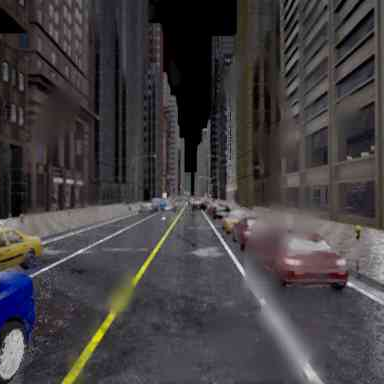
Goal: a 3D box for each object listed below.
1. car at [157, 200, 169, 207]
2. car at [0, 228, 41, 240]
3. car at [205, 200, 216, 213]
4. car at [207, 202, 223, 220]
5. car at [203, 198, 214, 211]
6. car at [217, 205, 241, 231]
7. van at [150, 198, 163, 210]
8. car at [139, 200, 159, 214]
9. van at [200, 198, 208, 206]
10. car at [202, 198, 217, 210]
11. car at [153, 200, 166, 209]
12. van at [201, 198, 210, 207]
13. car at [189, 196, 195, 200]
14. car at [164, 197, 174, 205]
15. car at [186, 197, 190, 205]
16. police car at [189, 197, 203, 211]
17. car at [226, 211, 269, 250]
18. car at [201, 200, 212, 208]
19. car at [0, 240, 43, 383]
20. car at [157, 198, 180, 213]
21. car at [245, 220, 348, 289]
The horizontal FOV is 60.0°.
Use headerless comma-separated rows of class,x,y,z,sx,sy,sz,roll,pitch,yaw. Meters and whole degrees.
car,-5.715,2.300,65.361,1.947,1.339,4.313,0,-1,0
car,-5.756,1.624,9.011,1.752,1.417,4.829,0,-1,0
car,2.790,1.959,37.279,1.887,1.381,4.507,0,-1,0
car,2.786,1.917,31.661,1.947,1.339,4.313,0,-1,0
car,2.794,1.919,42.899,1.967,1.590,4.097,0,-1,0
car,2.778,1.751,20.594,1.752,1.417,4.829,0,-1,0
van,-5.723,1.946,54.127,1.690,1.788,3.998,0,-1,0
car,-5.731,2.060,42.888,1.802,1.307,4.206,0,-1,0
van,2.818,2.205,76.610,1.690,1.788,3.998,0,-1,0
car,2.802,1.921,54.137,2.192,1.841,5.009,0,-1,0
car,-5.719,2.214,59.743,1.887,1.381,4.507,0,-1,0
van,2.814,2.140,70.993,1.690,1.788,3.998,0,-1,0
car,0.902,2.199,66.149,1.801,1.575,5.366,0,-1,0
car,-5.703,2.244,82.217,2.192,1.841,5.009,0,-1,0
car,0.062,2.478,83.856,1.994,1.385,4.181,0,-1,0
police car,0.937,1.985,50.070,1.930,1.638,5.238,0,-1,0
car,2.774,1.744,14.805,1.802,1.307,4.206,0,-1,0
car,2.810,2.285,65.371,2.008,1.369,4.403,0,-1,0
car,-3.099,1.507,2.576,1.882,1.535,5.008,0,-1,0
car,-3.056,1.984,44.220,2.128,1.511,4.902,0,-1,0
car,2.770,1.683,9.187,1.802,1.307,4.206,0,-1,0
